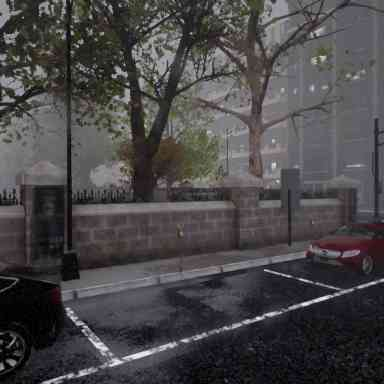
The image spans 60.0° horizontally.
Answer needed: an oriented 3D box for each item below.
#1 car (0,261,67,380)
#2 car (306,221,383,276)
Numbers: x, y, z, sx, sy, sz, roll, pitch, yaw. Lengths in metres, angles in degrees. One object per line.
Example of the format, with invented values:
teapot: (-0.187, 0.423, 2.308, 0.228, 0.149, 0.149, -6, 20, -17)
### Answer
car: (-3.758, 1.566, 3.911, 4.313, 1.339, 1.947, 0, 0, -35)
car: (5.317, 1.582, 10.251, 4.206, 1.307, 1.802, 0, 0, -35)
